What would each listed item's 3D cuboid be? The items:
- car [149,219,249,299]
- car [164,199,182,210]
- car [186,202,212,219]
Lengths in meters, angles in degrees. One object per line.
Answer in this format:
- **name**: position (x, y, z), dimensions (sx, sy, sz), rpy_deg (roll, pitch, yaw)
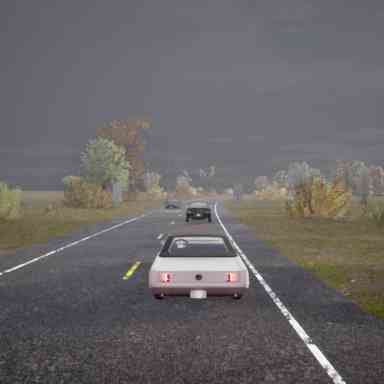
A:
- **car**: position (0.134, 1.603, 8.367), dimensions (1.895, 1.301, 4.718), rpy_deg (0, 0, 0)
- **car**: position (-2.329, 1.552, 42.733), dimensions (2.033, 1.411, 5.357), rpy_deg (0, 0, 4)
- **car**: position (0.539, 1.482, 26.057), dimensions (1.882, 1.535, 5.008), rpy_deg (0, 0, 2)
